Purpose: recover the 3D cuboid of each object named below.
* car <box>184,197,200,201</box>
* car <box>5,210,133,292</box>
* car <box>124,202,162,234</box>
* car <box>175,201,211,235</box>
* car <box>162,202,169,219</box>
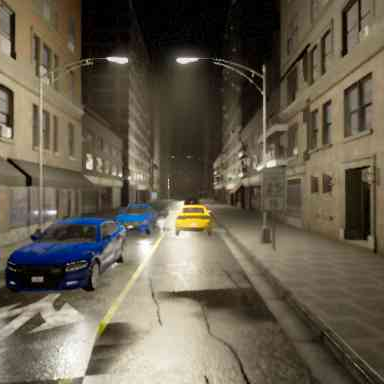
[{"bbox_3d":[-0.043,1.393,44.192,2.097,1.767,4.553,0,0,0],"label":"car"},{"bbox_3d":[-3.110,1.488,9.202,1.882,1.535,5.008,0,0,0],"label":"car"},{"bbox_3d":[-3.115,1.496,19.386,1.882,1.535,5.008,0,0,0],"label":"car"},{"bbox_3d":[0.062,1.490,19.075,1.882,1.535,5.008,0,0,0],"label":"car"},{"bbox_3d":[-3.060,1.576,29.975,2.033,1.411,5.357,0,0,0],"label":"car"}]
